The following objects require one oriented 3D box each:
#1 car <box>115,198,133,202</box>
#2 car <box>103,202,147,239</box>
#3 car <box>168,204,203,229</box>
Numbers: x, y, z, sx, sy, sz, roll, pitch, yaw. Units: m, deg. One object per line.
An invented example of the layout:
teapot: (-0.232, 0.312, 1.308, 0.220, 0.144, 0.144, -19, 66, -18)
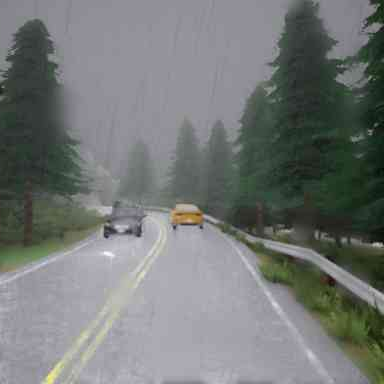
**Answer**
car: (-9.023, 1.551, 44.151, 1.994, 1.385, 4.181, 3, -1, -32)
car: (-3.433, 1.504, 17.637, 2.128, 1.511, 4.902, 1, 0, -5)
car: (-0.492, 1.536, 22.225, 1.882, 1.535, 5.008, 1, 0, -8)
